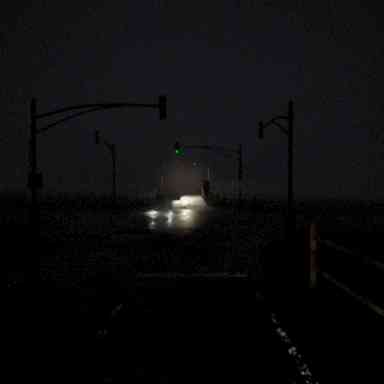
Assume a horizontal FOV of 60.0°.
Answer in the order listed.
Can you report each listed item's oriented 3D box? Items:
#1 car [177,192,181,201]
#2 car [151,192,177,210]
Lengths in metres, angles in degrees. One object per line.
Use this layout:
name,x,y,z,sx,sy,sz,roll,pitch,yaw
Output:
car,-2.728,0.694,50.057,1.994,1.385,4.181,0,2,0
car,-2.787,0.930,32.337,1.882,1.535,5.008,0,1,0
